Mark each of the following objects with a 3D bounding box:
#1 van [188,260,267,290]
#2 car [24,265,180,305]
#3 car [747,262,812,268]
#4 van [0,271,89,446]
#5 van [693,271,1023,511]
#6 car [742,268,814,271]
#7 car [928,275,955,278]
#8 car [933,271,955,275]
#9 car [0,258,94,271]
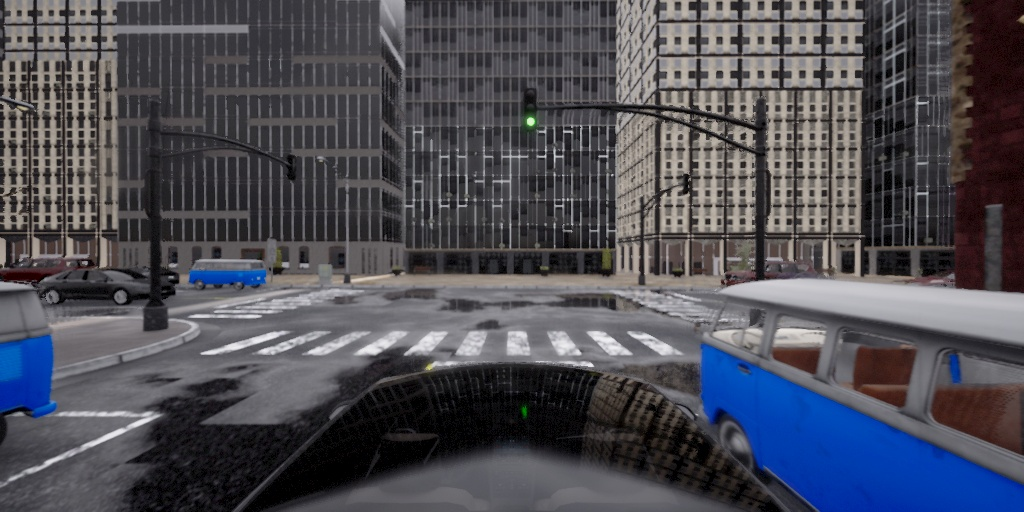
[{"bbox_3d":[-17.116,1.110,21.613,3.998,1.789,1.690,0,0,0],"label":"van"},{"bbox_3d":[-17.734,1.306,15.821,4.892,1.490,1.837,0,0,0],"label":"car"},{"bbox_3d":[15.272,1.247,21.351,5.009,1.841,2.192,0,0,0],"label":"car"},{"bbox_3d":[-5.693,1.093,2.086,1.690,1.789,3.998,0,0,0],"label":"van"},{"bbox_3d":[2.688,1.093,2.040,1.690,1.789,3.998,0,0,0],"label":"van"},{"bbox_3d":[14.783,1.509,18.760,4.181,1.385,1.994,0,0,0],"label":"car"},{"bbox_3d":[15.203,1.528,12.971,4.507,1.381,1.888,0,0,0],"label":"car"},{"bbox_3d":[25.248,1.549,18.675,5.357,1.411,2.033,0,0,0],"label":"car"},{"bbox_3d":[-28.162,1.034,21.703,5.009,1.841,2.192,0,0,0],"label":"car"}]
